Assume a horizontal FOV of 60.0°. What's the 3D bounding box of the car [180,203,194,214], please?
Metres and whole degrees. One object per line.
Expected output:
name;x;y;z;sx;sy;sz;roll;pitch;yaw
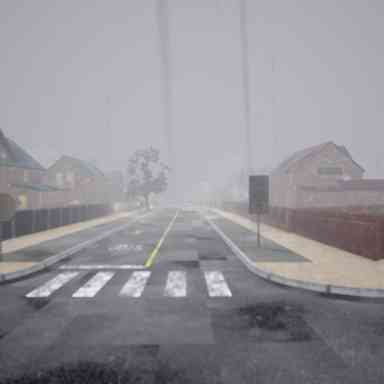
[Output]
car;-0.685;2.293;46.741;1.812;1.442;4.674;0;-1;-1

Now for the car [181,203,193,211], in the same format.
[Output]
car;-0.874;2.539;56.766;1.994;1.385;4.181;0;-1;-2
